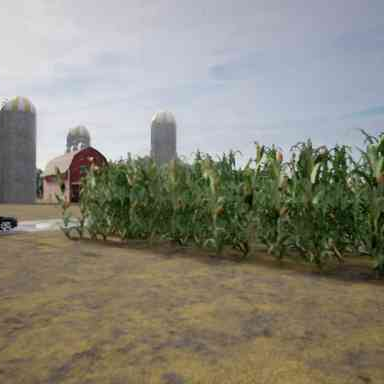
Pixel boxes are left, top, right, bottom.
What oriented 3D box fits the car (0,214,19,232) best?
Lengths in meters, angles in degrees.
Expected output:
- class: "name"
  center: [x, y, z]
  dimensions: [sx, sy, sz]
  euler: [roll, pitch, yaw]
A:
- class: "car"
  center: [-12.795, 1.648, 19.458]
  dimensions: [1.837, 1.490, 4.892]
  euler: [1, 0, 36]
